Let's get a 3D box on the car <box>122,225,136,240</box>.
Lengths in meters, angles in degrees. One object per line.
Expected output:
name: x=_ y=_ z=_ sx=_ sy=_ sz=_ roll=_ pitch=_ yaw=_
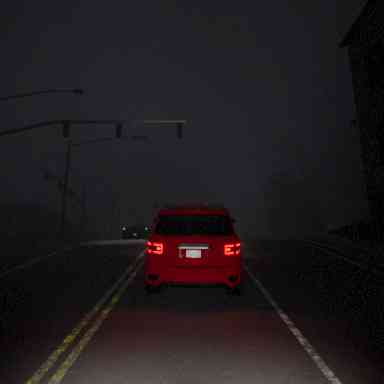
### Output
car: x=-3.675 y=2.951 z=23.617 sx=1.895 sy=1.301 sz=4.718 roll=0 pitch=-13 yaw=0

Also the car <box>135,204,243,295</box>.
car: x=0.057 y=1.346 z=9.224 sx=2.150 sy=2.045 sz=5.566 roll=1 pitch=-1 yaw=1
